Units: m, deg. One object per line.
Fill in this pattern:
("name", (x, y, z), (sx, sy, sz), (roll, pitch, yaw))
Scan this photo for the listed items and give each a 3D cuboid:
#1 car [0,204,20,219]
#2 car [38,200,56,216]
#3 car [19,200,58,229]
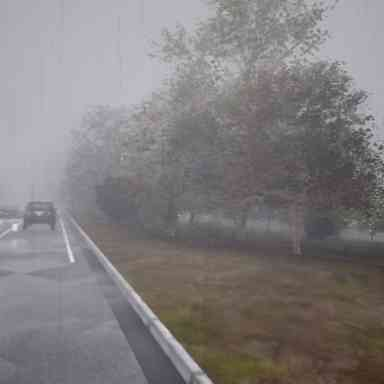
("car", (-20.367, 2.160, 37.218), (1.837, 1.490, 4.892), (2, -2, -22))
("car", (-20.620, 2.176, 47.323), (2.150, 2.045, 5.566), (2, -2, -22))
("car", (-11.957, 1.746, 26.311), (2.150, 2.045, 5.566), (2, -2, -22))
